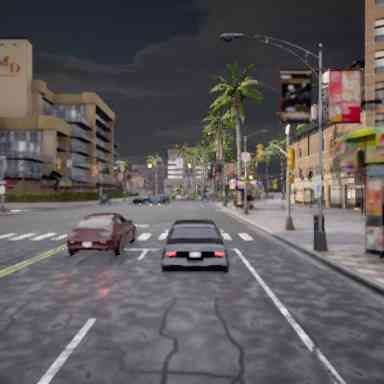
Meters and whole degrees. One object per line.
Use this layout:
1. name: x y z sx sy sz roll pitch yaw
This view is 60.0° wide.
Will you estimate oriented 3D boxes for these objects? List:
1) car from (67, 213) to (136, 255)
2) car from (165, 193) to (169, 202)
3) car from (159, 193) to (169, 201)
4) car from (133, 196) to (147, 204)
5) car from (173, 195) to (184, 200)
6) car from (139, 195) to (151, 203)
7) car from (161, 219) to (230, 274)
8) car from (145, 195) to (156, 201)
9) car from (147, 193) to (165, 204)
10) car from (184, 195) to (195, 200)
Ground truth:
1. car: -3.427 1.540 13.176 1.812 1.442 4.674 0 0 0
2. car: -7.109 1.307 75.686 2.150 2.045 5.566 0 0 0
3. car: -7.130 1.318 86.435 2.150 2.045 5.566 0 0 0
4. car: -10.595 1.673 66.326 1.895 1.301 4.718 0 0 0
5. car: -3.788 1.621 93.694 1.812 1.442 4.674 0 0 -4
6. car: -10.608 1.559 75.470 1.882 1.535 5.008 0 0 0
7. car: 0.077 1.559 10.518 2.033 1.411 5.357 0 0 0
8. car: -10.624 1.632 85.768 2.033 1.411 5.357 0 0 0
9. car: -7.095 1.423 66.346 2.097 1.767 4.553 0 0 0
10. car: -0.286 1.625 93.632 2.128 1.511 4.902 0 0 -4
